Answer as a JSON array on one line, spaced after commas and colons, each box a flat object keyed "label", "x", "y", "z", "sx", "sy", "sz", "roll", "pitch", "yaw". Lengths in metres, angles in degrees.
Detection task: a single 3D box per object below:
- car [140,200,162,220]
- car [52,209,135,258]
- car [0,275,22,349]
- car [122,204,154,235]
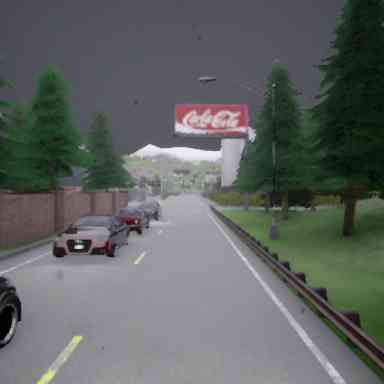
[{"label": "car", "x": -3.548, "y": 1.485, "z": 27.571, "sx": 1.837, "sy": 1.490, "sz": 4.892, "roll": 0, "pitch": 0, "yaw": 0}, {"label": "car", "x": -3.606, "y": 1.555, "z": 12.574, "sx": 1.994, "sy": 1.385, "sz": 4.181, "roll": 0, "pitch": 0, "yaw": 0}, {"label": "car", "x": -3.602, "y": 1.562, "z": 3.430, "sx": 1.994, "sy": 1.385, "sz": 4.181, "roll": 0, "pitch": 0, "yaw": 0}, {"label": "car", "x": -3.516, "y": 1.587, "z": 18.929, "sx": 1.895, "sy": 1.301, "sz": 4.718, "roll": 0, "pitch": 0, "yaw": 0}]
